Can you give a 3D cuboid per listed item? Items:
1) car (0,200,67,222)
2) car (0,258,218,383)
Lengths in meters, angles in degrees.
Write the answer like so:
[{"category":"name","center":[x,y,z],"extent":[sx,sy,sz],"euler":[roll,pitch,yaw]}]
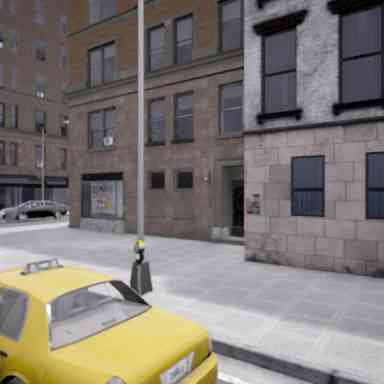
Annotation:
[{"category":"car","center":[-11.862,1.391,25.156],"extent":[2.128,1.511,4.902],"euler":[0,0,32]},{"category":"car","center":[-2.038,1.523,4.198],"extent":[4.829,1.417,1.752],"euler":[0,0,34]}]
